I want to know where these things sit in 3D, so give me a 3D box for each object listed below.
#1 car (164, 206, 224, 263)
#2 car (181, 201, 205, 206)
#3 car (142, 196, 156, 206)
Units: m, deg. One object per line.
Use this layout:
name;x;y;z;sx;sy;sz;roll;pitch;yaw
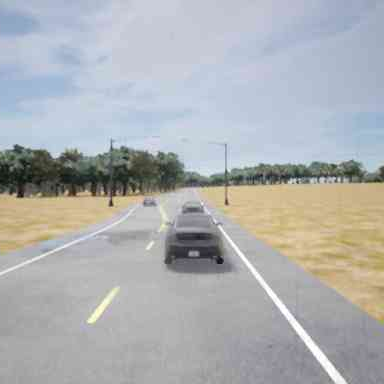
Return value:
car;0.073;1.500;11.938;1.837;1.490;4.892;0;0;0
car;0.082;1.511;27.922;1.812;1.442;4.674;0;0;0
car;-6.641;1.409;51.746;2.128;1.511;4.902;0;0;-4
